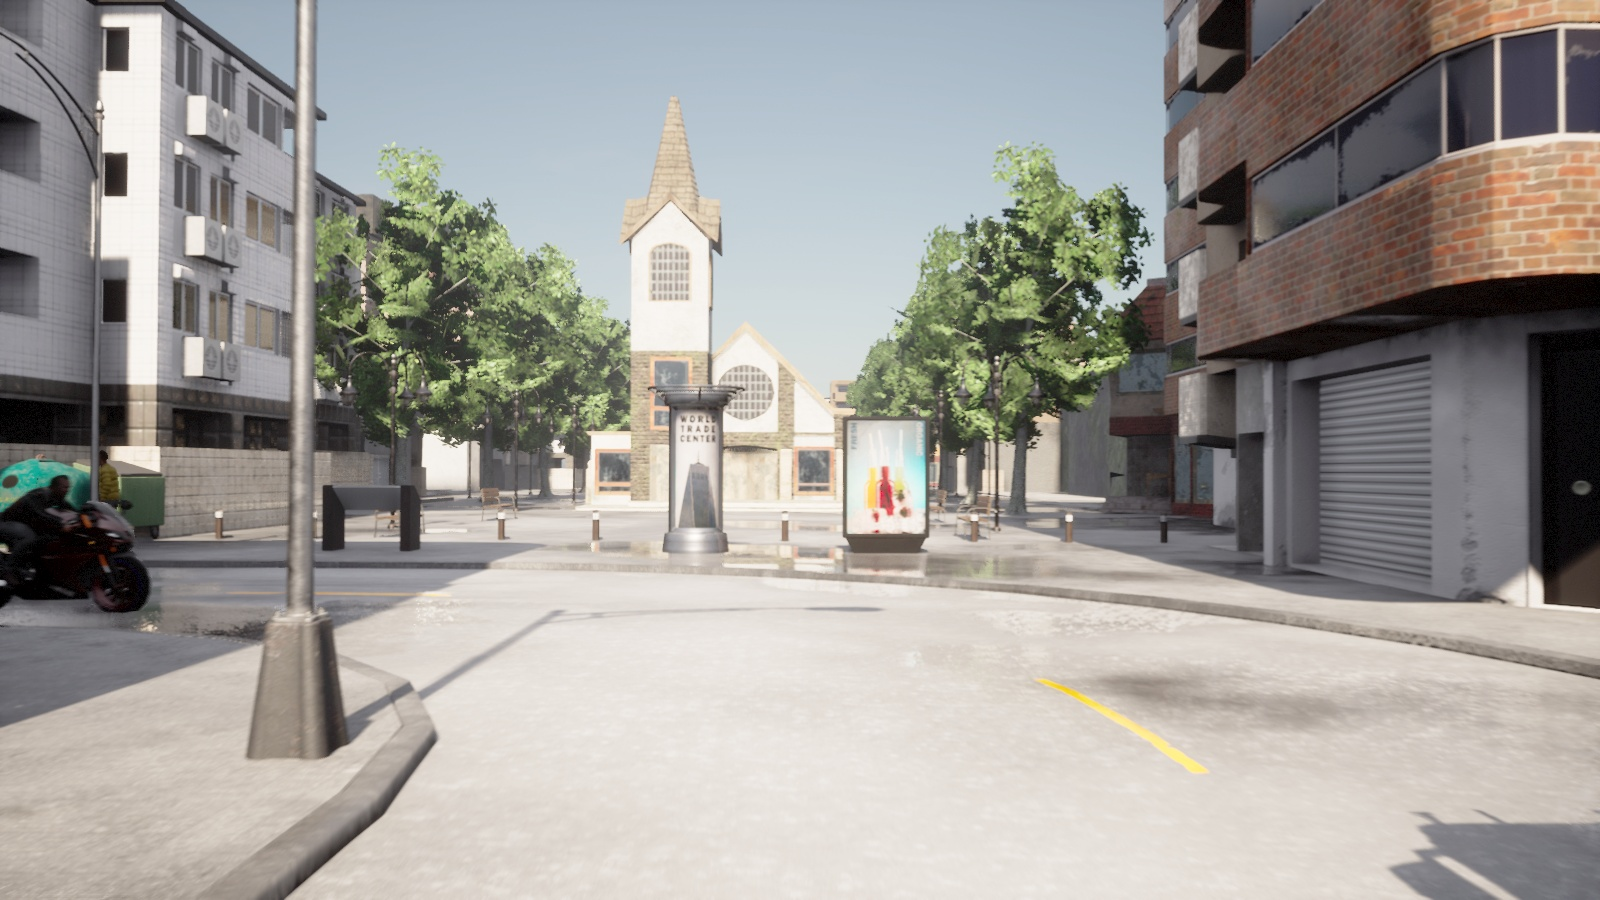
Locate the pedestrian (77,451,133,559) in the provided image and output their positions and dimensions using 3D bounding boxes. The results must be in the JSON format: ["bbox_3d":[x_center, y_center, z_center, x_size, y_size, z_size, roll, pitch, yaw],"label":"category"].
[{"bbox_3d":[-12.002,0.936,21.690,0.709,1.840,0.431,0,-1,0],"label":"pedestrian"}]

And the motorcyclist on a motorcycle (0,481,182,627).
[{"bbox_3d":[-8.073,1.113,13.765,2.191,1.530,0.866,0,-1,3],"label":"motorcyclist on a motorcycle"}]
